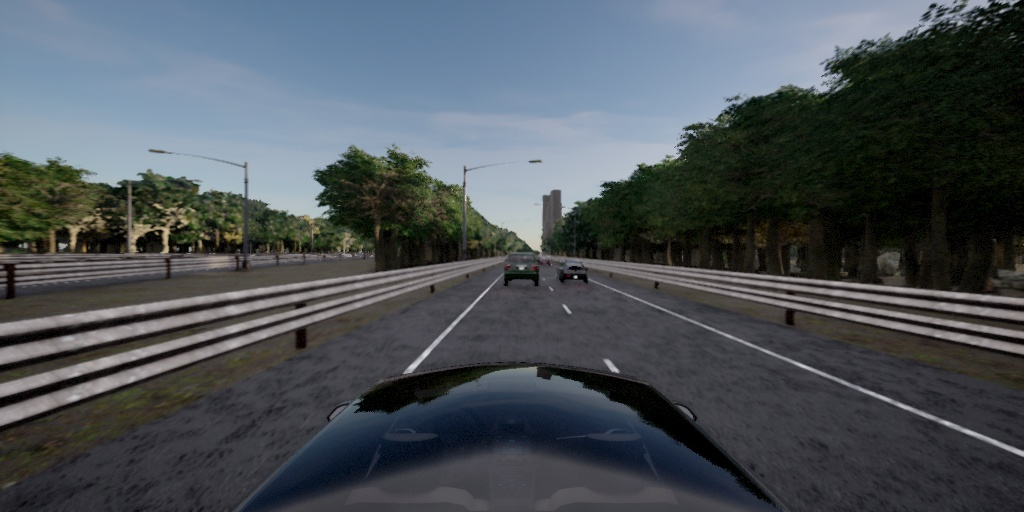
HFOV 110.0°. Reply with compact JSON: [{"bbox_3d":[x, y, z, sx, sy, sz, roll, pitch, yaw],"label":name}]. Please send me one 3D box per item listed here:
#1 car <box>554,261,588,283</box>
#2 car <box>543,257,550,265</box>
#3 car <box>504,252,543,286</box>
[{"bbox_3d":[4.220,1.073,25.758,1.837,1.490,4.892,1,1,2],"label":"car"},{"bbox_3d":[5.349,0.812,60.799,1.812,1.442,4.674,1,1,2],"label":"car"},{"bbox_3d":[0.647,0.778,23.488,2.150,2.045,5.566,1,1,2],"label":"car"}]
